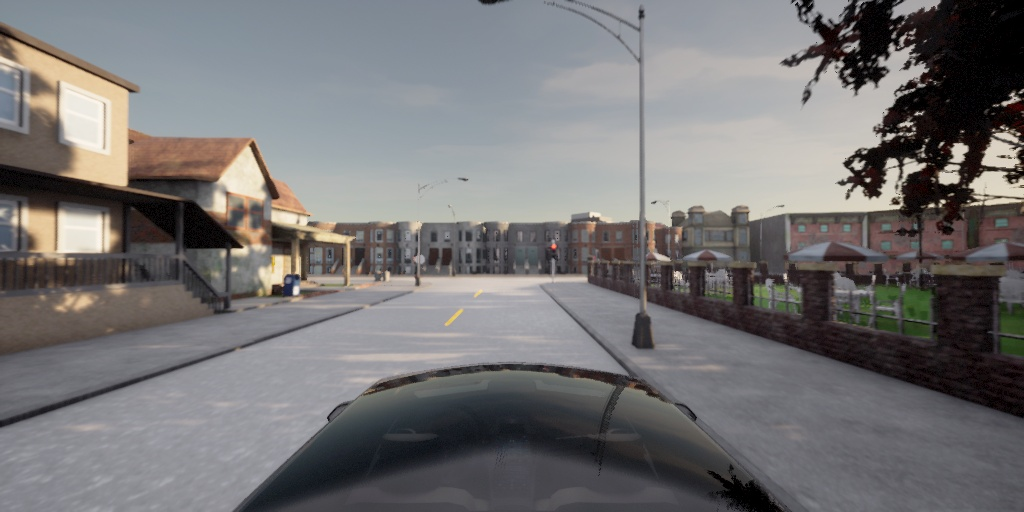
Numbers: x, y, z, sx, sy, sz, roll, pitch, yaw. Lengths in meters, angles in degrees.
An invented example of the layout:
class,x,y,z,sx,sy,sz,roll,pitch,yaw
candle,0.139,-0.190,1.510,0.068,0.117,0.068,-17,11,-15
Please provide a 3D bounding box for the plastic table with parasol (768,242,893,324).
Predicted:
class,x,y,z,sx,sy,sz,roll,pitch,yaw
plastic table with parasol,9.973,0.788,11.241,2.482,2.480,2.482,0,0,-40

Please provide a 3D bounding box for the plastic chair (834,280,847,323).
class,x,y,z,sx,sy,sz,roll,pitch,yaw
plastic chair,8.999,1.410,10.341,0.730,1.272,0.750,0,0,-35

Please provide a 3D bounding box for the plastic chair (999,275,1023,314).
class,x,y,z,sx,sy,sz,roll,pitch,yaw
plastic chair,16.946,1.401,12.077,0.730,1.272,0.750,0,0,-34

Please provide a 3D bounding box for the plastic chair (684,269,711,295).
class,x,y,z,sx,sy,sz,roll,pitch,yaw
plastic chair,9.711,1.495,18.780,0.730,1.272,0.750,0,0,-35

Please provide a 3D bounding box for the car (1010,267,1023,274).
class,x,y,z,sx,sy,sz,roll,pitch,yaw
car,47.743,1.713,34.091,1.895,1.301,4.718,0,-1,-32

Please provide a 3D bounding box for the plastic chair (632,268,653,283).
class,x,y,z,sx,sy,sz,roll,pitch,yaw
plastic chair,8.713,1.582,24.010,0.730,1.272,0.750,0,0,-35

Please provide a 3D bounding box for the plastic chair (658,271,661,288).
class,x,y,z,sx,sy,sz,roll,pitch,yaw
plastic chair,10.419,1.581,23.913,0.750,1.272,0.730,0,0,-40

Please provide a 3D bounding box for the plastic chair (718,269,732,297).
class,x,y,z,sx,sy,sz,roll,pitch,yaw
plastic chair,11.417,1.487,18.683,0.750,1.272,0.730,0,0,-40

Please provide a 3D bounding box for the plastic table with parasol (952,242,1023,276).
class,x,y,z,sx,sy,sz,roll,pitch,yaw
plastic table with parasol,17.938,0.742,12.921,2.482,2.480,2.482,0,0,-39

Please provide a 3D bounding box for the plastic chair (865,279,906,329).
class,x,y,z,sx,sy,sz,roll,pitch,yaw
plastic chair,10.705,1.403,10.244,0.750,1.272,0.730,0,0,-40

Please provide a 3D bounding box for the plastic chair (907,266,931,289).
class,x,y,z,sx,sy,sz,roll,pitch,yaw
plastic chair,27.252,1.510,24.007,0.730,1.272,0.750,0,0,-32

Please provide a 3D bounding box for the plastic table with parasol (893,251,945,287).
class,x,y,z,sx,sy,sz,roll,pitch,yaw
plastic table with parasol,28.265,0.884,24.952,2.482,2.480,2.482,0,0,-38

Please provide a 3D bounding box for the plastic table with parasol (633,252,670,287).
class,x,y,z,sx,sy,sz,roll,pitch,yaw
plastic table with parasol,9.686,0.988,24.911,2.482,2.480,2.482,0,0,-40

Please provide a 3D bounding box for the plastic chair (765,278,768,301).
class,x,y,z,sx,sy,sz,roll,pitch,yaw
plastic chair,9.219,1.404,12.266,0.750,1.272,0.730,0,0,-39

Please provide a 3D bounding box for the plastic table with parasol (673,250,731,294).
class,x,y,z,sx,sy,sz,roll,pitch,yaw
plastic table with parasol,10.685,0.900,19.682,2.482,2.480,2.482,0,0,-40
